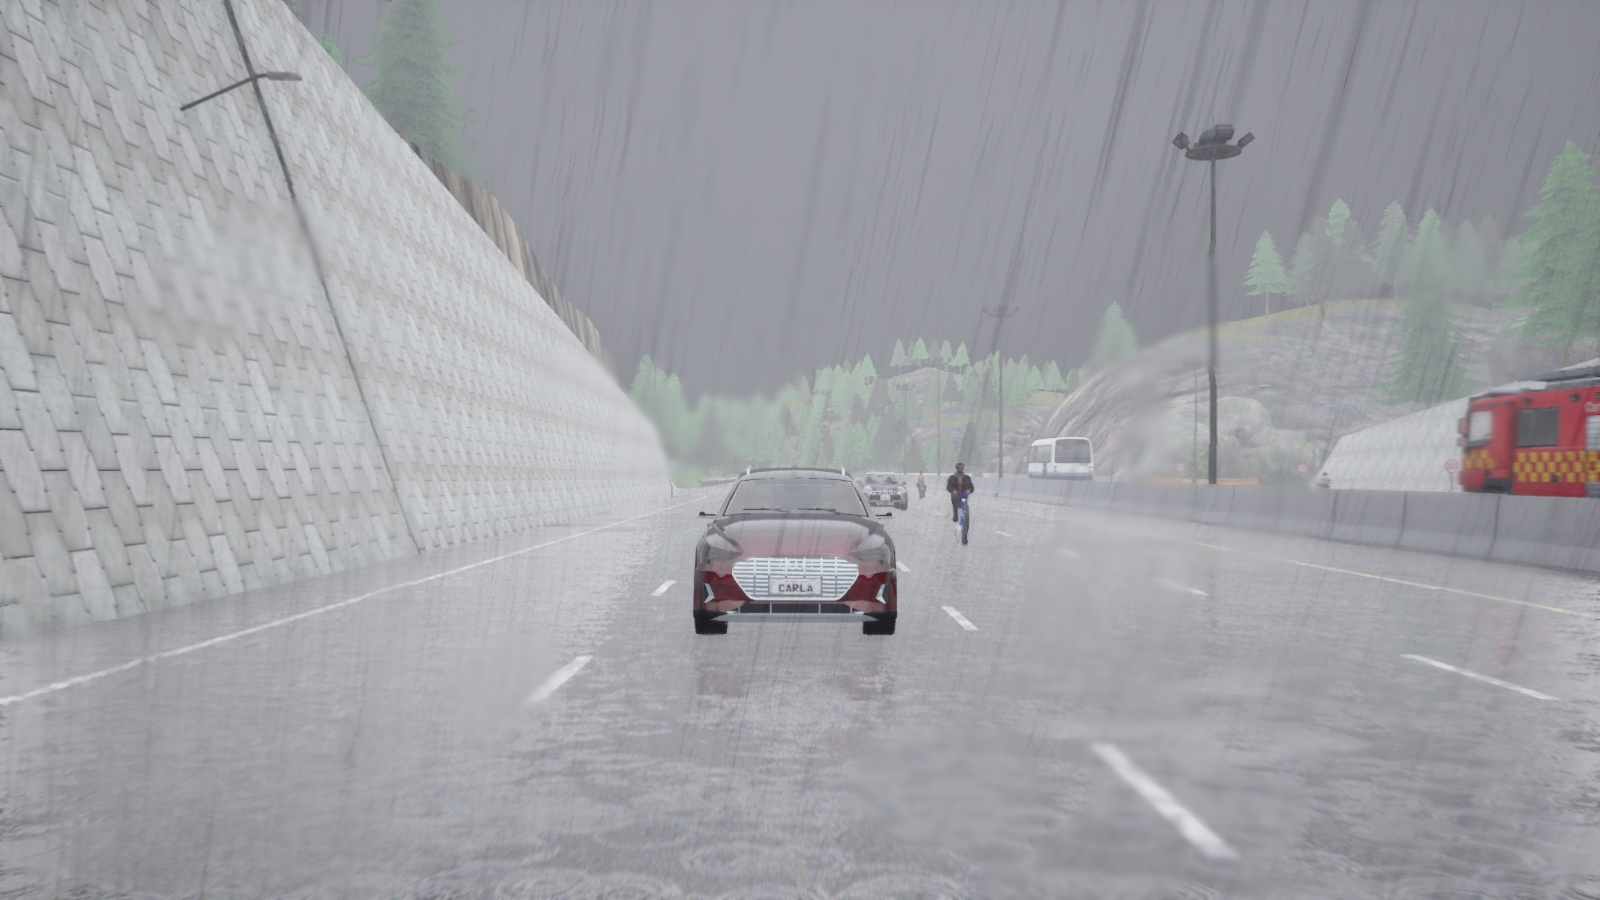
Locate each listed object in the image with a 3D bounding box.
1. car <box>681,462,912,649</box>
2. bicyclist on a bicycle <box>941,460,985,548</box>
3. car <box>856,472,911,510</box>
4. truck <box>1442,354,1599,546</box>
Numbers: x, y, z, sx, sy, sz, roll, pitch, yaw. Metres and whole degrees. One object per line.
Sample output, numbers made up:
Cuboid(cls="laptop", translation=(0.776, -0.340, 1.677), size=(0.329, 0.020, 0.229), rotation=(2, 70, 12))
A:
Cuboid(cls="car", translation=(-0.041, 0.971, 13.526), size=(2.033, 1.649, 4.856), rotation=(0, -1, 0))
Cuboid(cls="bicyclist on a bicycle", translation=(3.418, 1.114, 26.430), size=(0.659, 1.776, 1.843), rotation=(0, -1, 0))
Cuboid(cls="car", translation=(3.342, 1.618, 50.884), size=(1.970, 1.475, 3.806), rotation=(0, -1, 0))
Cuboid(cls="truck", translation=(17.412, 0.031, 26.952), size=(2.891, 3.827, 8.468), rotation=(0, -1, 0))
